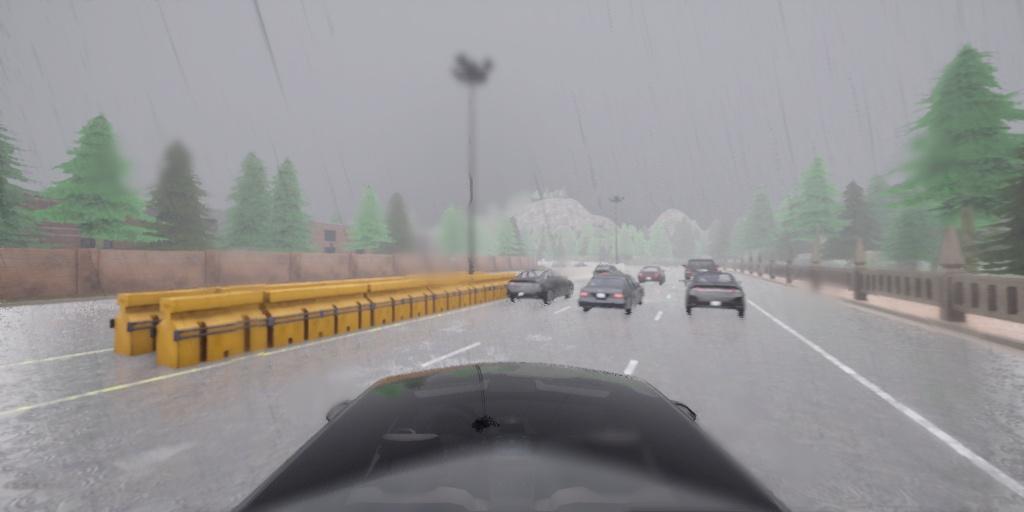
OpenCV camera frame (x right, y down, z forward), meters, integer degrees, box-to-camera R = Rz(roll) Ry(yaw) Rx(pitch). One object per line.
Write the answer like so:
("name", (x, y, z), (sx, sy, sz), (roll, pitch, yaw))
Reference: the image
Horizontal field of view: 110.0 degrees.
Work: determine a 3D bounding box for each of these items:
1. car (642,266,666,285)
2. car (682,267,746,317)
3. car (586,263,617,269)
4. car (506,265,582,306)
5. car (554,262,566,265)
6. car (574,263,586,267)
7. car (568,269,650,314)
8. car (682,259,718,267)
("car", (11.393, 1.535, 29.258), (1.812, 1.442, 4.674), (0, 0, 27))
("car", (7.744, 1.356, 13.910), (2.128, 1.511, 4.902), (0, 0, 27))
("car", (8.078, 1.532, 30.458), (1.837, 1.490, 4.892), (0, 0, 27))
("car", (1.459, 1.391, 16.992), (2.128, 1.511, 4.902), (0, 0, 27))
("car", (8.627, 1.881, 64.310), (1.812, 1.442, 4.674), (0, -1, 23))
("car", (12.059, 1.908, 63.489), (1.994, 1.385, 4.181), (0, -1, 22))
("car", (4.161, 1.420, 14.574), (2.033, 1.411, 5.357), (0, -1, 26))
("car", (13.943, 1.206, 26.545), (2.150, 2.045, 5.566), (0, 0, 26))
